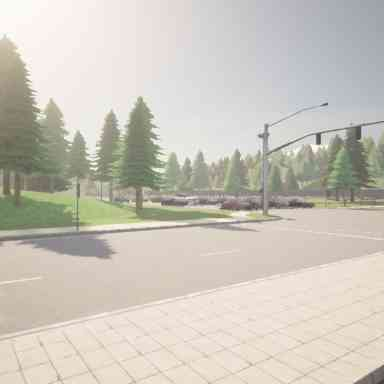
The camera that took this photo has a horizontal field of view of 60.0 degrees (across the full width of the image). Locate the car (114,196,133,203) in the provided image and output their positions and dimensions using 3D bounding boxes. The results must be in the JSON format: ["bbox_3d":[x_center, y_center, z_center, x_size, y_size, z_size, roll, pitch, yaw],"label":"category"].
[{"bbox_3d":[-14.352,1.504,67.692,1.837,1.490,4.892,0,0,-35],"label":"car"}]

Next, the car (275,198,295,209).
[{"bbox_3d":[10.678,1.491,44.110,2.128,1.511,4.902,0,0,-35],"label":"car"}]

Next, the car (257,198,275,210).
[{"bbox_3d":[7.613,1.491,42.385,2.128,1.511,4.902,0,0,-35],"label":"car"}]

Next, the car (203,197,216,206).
[{"bbox_3d":[2.254,1.547,56.101,2.033,1.411,5.357,0,0,-35],"label":"car"}]

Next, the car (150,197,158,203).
[{"bbox_3d":[-6.750,1.596,69.054,1.895,1.301,4.718,0,0,-35],"label":"car"}]

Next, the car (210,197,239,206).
[{"bbox_3d":[5.586,1.547,57.447,2.033,1.411,5.357,0,0,-35],"label":"car"}]

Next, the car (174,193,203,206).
[{"bbox_3d":[-1.183,1.222,54.895,2.150,2.045,5.566,0,0,-35],"label":"car"}]

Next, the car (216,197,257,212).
[{"bbox_3d":[5.260,1.564,39.646,1.994,1.385,4.181,0,0,-35],"label":"car"}]

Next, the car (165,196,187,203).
[{"bbox_3d":[-3.381,1.534,70.349,2.033,1.411,5.357,0,0,-35],"label":"car"}]

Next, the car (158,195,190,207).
[{"bbox_3d":[-2.872,1.601,51.209,1.895,1.301,4.718,0,0,-35],"label":"car"}]

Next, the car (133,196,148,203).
[{"bbox_3d":[-10.825,1.468,68.764,1.882,1.535,5.008,0,0,-35],"label":"car"}]

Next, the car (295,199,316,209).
[{"bbox_3d":[14.263,1.601,45.098,1.895,1.301,4.718,0,0,-35],"label":"car"}]
